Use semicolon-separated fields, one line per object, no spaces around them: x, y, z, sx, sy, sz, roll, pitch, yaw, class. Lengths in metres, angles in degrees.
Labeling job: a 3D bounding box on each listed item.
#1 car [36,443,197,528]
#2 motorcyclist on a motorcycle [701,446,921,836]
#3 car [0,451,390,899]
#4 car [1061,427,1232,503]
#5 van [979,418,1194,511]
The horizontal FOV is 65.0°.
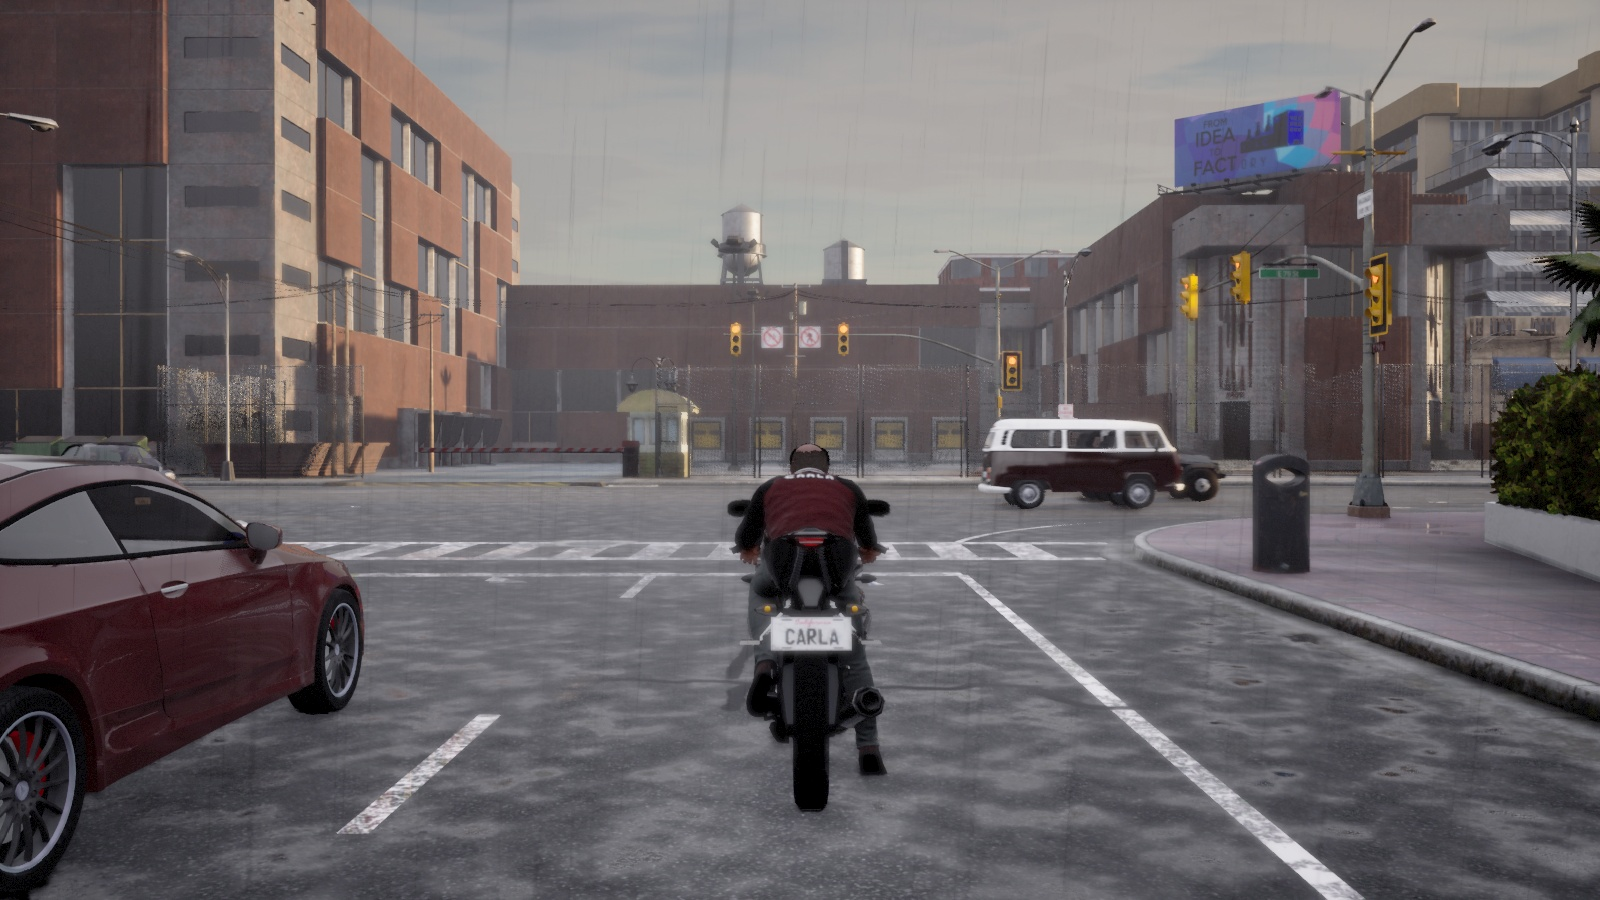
-13.206;0.613;24.183;1.845;1.501;3.633;0;0;-43;car
0.045;0.747;6.037;0.866;1.530;2.191;0;0;0;motorcyclist on a motorcycle
-3.445;0.739;5.441;1.812;1.442;4.674;0;0;0;car
8.831;0.367;32.251;3.866;1.878;1.905;0;0;1;car
6.472;0.313;28.786;4.480;2.038;2.069;0;0;1;van
